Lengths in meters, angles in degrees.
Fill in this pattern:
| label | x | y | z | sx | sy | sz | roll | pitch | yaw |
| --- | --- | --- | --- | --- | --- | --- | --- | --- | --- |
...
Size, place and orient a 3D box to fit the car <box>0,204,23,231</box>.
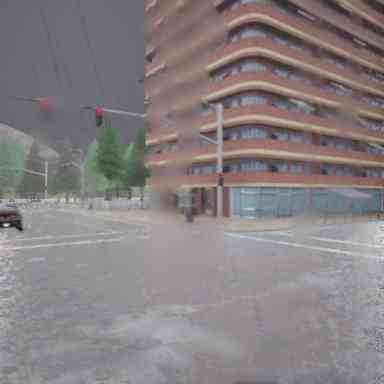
| label | x | y | z | sx | sy | sz | roll | pitch | yaw |
| --- | --- | --- | --- | --- | --- | --- | --- | --- | --- |
| car | -11.434 | 1.512 | 20.018 | 1.837 | 1.490 | 4.892 | 0 | 0 | -35 |
